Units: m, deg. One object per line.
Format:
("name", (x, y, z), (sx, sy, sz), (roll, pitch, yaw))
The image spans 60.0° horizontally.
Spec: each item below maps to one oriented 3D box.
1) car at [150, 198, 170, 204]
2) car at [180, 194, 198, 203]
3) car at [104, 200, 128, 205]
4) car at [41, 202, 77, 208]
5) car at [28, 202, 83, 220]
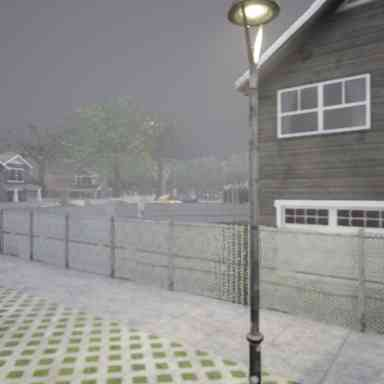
("car", (-5.223, 1.741, 54.559), (1.882, 1.535, 5.008), (0, 0, 17))
("car", (-0.468, 1.437, 60.931), (2.150, 2.045, 5.566), (0, 0, 15))
("car", (-9.615, 1.800, 41.521), (1.837, 1.490, 4.892), (0, 0, 19))
("car", (-11.183, 1.708, 29.089), (1.882, 1.535, 5.008), (0, 0, 22))
("car", (-13.105, 1.749, 32.249), (2.128, 1.511, 4.902), (0, 0, 22))
